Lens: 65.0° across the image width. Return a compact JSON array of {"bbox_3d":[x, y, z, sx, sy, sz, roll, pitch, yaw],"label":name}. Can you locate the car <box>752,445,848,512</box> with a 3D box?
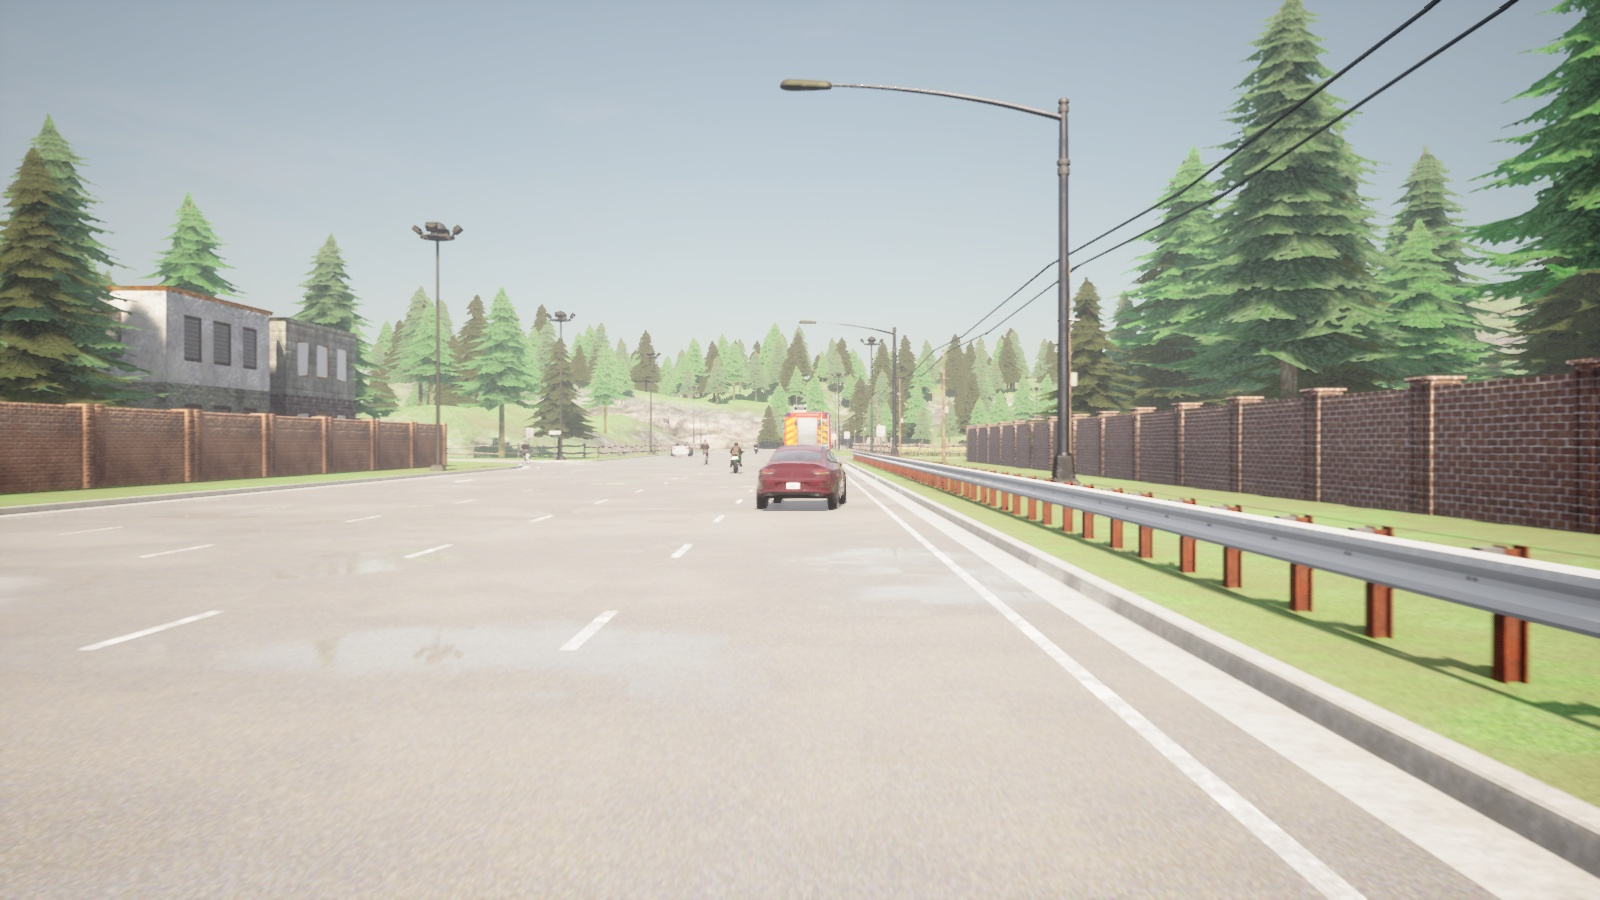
[{"bbox_3d":[0.083,0.605,29.702,1.812,1.442,4.674,0,0,6],"label":"car"}]

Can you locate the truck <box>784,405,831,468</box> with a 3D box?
[{"bbox_3d":[0.475,-0.871,80.495,2.891,3.827,8.468,0,0,0],"label":"truck"}]
